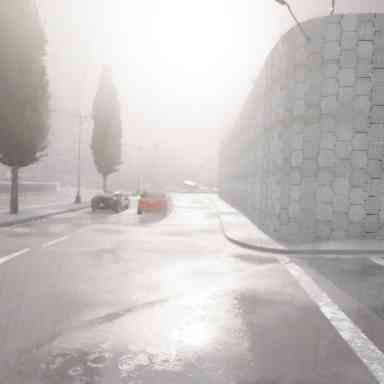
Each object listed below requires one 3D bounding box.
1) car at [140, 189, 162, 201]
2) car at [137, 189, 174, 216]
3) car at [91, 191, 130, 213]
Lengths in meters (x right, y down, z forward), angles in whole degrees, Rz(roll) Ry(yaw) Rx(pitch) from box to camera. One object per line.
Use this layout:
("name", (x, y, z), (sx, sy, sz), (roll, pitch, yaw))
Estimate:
("car", (-5.199, 0.302, 42.451), (1.895, 1.301, 4.718), (2, 2, 3))
("car", (-2.596, 0.680, 24.721), (2.097, 1.767, 4.553), (2, 2, 3))
("car", (-6.059, 0.659, 25.264), (1.882, 1.535, 5.008), (2, 2, 3))
